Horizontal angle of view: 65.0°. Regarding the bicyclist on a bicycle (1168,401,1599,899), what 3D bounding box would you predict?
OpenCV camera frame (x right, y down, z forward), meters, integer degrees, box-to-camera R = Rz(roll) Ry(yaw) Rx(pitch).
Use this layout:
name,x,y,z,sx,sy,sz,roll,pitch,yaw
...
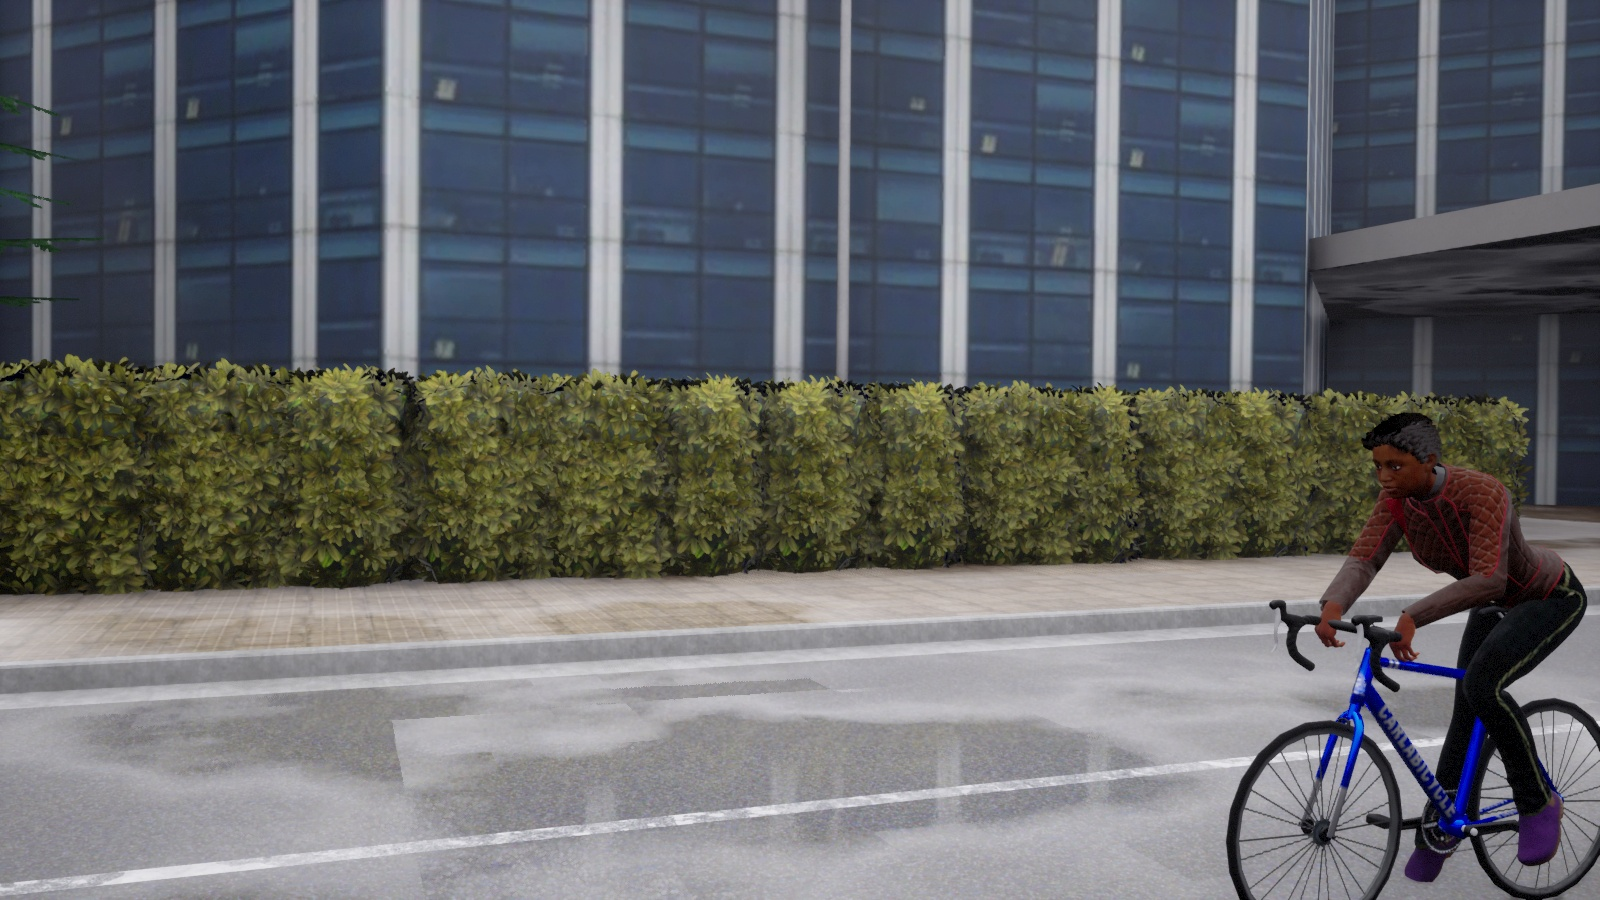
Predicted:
name,x,y,z,sx,sy,sz,roll,pitch,yaw
bicyclist on a bicycle,2.059,0.663,4.021,1.656,1.620,0.582,-1,1,-21
